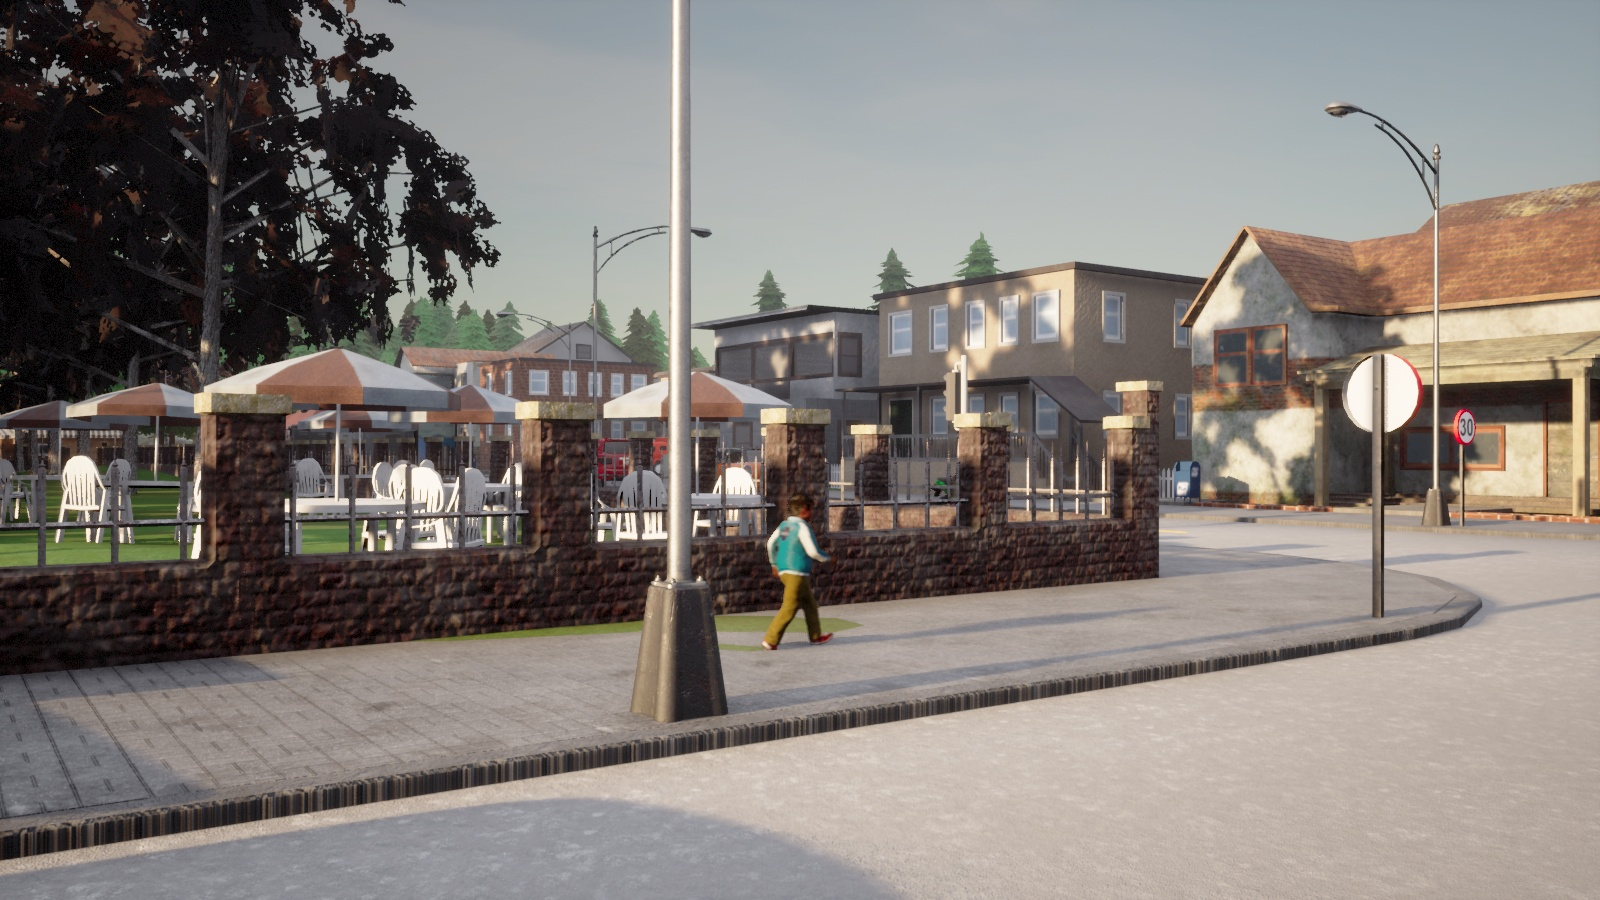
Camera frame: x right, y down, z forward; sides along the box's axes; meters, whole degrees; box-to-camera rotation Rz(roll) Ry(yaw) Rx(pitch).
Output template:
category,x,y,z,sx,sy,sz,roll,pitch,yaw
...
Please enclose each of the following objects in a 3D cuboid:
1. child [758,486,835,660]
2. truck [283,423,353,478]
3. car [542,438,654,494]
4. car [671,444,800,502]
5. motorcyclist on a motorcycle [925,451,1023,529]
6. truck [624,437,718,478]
category,x,y,z,sx,sy,sz,roll,pitch,yaw
child,-0.026,0.856,8.931,0.448,1.192,0.343,0,0,-24
truck,-32.095,0.036,83.467,2.891,3.462,7.936,0,0,-32
car,-7.976,0.601,49.126,2.150,2.045,5.566,0,0,-35
car,-2.155,0.708,40.806,2.097,1.767,4.553,0,0,-35
motorcyclist on a motorcycle,3.532,0.782,25.701,0.797,1.523,2.044,0,0,-35
truck,-8.068,0.477,78.734,5.204,2.467,2.627,1,-1,-34
